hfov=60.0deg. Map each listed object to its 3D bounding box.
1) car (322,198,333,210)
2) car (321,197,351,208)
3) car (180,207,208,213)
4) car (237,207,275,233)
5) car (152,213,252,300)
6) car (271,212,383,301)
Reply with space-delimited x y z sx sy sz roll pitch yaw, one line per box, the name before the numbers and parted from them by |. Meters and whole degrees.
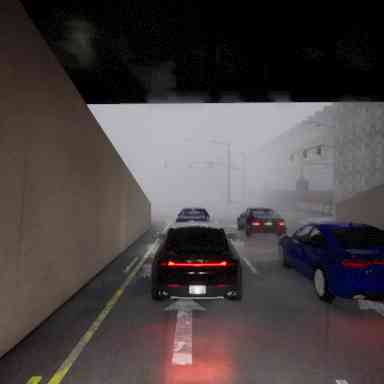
car | 17.611 1.445 40.675 4.974 1.542 2.038 0 0 -45
car | 17.648 1.287 40.711 4.536 1.218 1.853 0 0 -45
car | 0.099 1.544 18.126 2.033 1.411 5.357 0 0 3
car | 3.632 1.544 18.114 2.033 1.411 5.357 0 0 0
car | 0.105 1.503 8.380 1.837 1.490 4.892 0 0 0
car | 3.604 1.476 8.364 1.882 1.535 5.008 0 0 0
